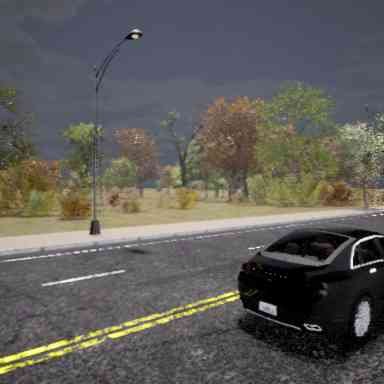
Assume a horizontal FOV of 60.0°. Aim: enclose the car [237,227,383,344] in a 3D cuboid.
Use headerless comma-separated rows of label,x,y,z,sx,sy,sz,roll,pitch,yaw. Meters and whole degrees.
car,2.938,1.440,6.416,4.892,1.490,1.837,0,1,-41
